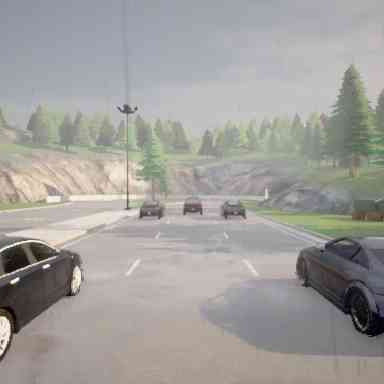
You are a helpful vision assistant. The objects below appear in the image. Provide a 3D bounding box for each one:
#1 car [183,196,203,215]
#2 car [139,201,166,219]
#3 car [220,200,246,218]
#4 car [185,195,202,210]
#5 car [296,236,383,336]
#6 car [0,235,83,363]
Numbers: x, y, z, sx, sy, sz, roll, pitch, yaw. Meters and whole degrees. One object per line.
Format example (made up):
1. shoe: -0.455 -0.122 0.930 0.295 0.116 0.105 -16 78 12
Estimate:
1. car: 0.090 1.478 34.228 1.882 1.535 5.008 0 0 0
2. car: -3.400 1.493 28.938 2.128 1.511 4.902 0 0 0
3. car: 3.600 1.493 29.689 2.128 1.511 4.902 0 0 0
4. car: 0.157 1.352 43.521 2.097 1.767 4.553 0 0 1
5. car: 3.599 1.564 6.680 1.994 1.385 4.181 0 0 0
6. car: -3.402 1.504 5.712 1.837 1.490 4.892 0 0 0
